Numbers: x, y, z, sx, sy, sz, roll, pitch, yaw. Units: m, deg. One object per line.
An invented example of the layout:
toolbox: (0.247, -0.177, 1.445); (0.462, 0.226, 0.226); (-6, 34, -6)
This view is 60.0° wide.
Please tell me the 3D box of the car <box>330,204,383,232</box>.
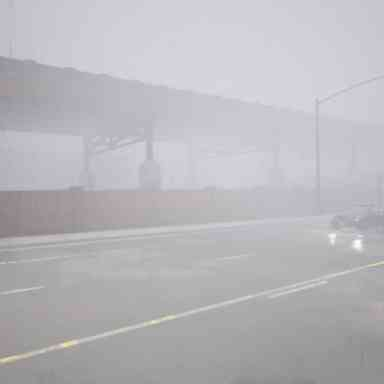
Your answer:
car: (10.238, 1.485, 19.886); (4.674, 1.442, 1.812); (0, 0, -35)
